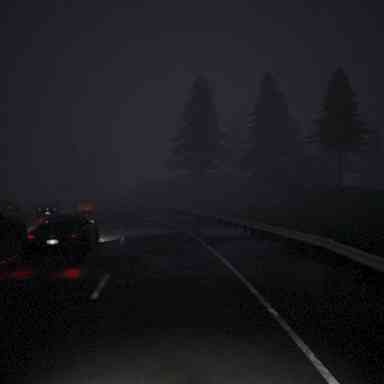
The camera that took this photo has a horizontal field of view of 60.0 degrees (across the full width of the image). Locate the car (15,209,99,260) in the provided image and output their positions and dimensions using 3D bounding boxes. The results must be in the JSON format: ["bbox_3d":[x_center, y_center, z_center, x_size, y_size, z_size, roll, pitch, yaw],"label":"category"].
[{"bbox_3d":[-4.696,1.539,12.438,1.994,1.385,4.181,0,0,-9],"label":"car"}]

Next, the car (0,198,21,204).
[{"bbox_3d":[-19.543,1.414,35.763,1.882,1.535,5.008,0,0,-27],"label":"car"}]

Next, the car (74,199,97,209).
[{"bbox_3d":[-10.906,1.407,33.868,1.882,1.535,5.008,0,0,-24],"label":"car"}]

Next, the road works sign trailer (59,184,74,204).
[{"bbox_3d":[-22.602,0.347,59.092,2.380,3.560,2.880,0,0,-45],"label":"road works sign trailer"}]

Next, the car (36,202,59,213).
[{"bbox_3d":[-13.380,1.541,30.939,1.895,1.301,4.718,0,0,-22],"label":"car"}]

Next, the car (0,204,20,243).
[{"bbox_3d":[-8.394,1.468,13.612,2.128,1.511,4.902,0,0,-9],"label":"car"}]
